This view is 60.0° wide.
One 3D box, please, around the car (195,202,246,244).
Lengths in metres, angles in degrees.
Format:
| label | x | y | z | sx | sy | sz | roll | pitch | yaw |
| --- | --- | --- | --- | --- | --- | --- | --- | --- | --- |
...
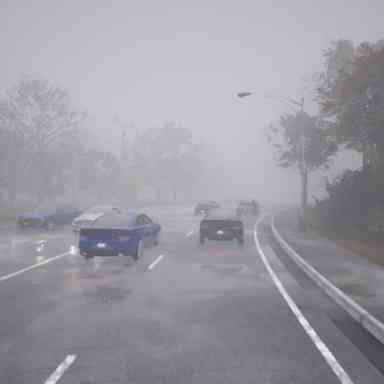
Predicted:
| label | x | y | z | sx | sy | sz | roll | pitch | yaw |
| --- | --- | --- | --- | --- | --- | --- | --- | --- | --- |
| car | 1.526 | 1.486 | 15.968 | 1.882 | 1.535 | 5.008 | 0 | 0 | 9 |

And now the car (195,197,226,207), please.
| label | x | y | z | sx | sy | sz | roll | pitch | yaw |
| --- | --- | --- | --- | --- | --- | --- | --- | --- | --- |
| car | 1.649 | 1.512 | 32.146 | 1.837 | 1.490 | 4.892 | 0 | 0 | 17 |

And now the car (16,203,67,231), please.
| label | x | y | z | sx | sy | sz | roll | pitch | yaw |
| --- | --- | --- | --- | --- | --- | --- | --- | --- | --- |
| car | -8.549 | 1.440 | 20.503 | 1.882 | 1.535 | 5.008 | 0 | 0 | 11 |

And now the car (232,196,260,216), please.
| label | x | y | z | sx | sy | sz | roll | pitch | yaw |
| --- | --- | --- | --- | --- | --- | --- | --- | --- | --- |
| car | 5.802 | 1.521 | 33.694 | 2.128 | 1.511 | 4.902 | 0 | 0 | 18 |

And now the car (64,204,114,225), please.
| label | x | y | z | sx | sy | sz | roll | pitch | yaw |
| --- | --- | --- | --- | --- | --- | --- | --- | --- | --- |
| car | -5.194 | 1.504 | 19.412 | 1.812 | 1.442 | 4.674 | 0 | 0 | 11 |

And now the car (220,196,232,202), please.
| label | x | y | z | sx | sy | sz | roll | pitch | yaw |
| --- | --- | --- | --- | --- | --- | --- | --- | --- | --- |
| car | 5.722 | 1.501 | 59.630 | 2.128 | 1.511 | 4.902 | 0 | 0 | 30 |

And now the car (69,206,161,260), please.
| label | x | y | z | sx | sy | sz | roll | pitch | yaw |
| --- | --- | --- | --- | --- | --- | --- | --- | --- | --- |
| car | -2.478 | 1.469 | 12.576 | 1.882 | 1.535 | 5.008 | 0 | 0 | 6 |
